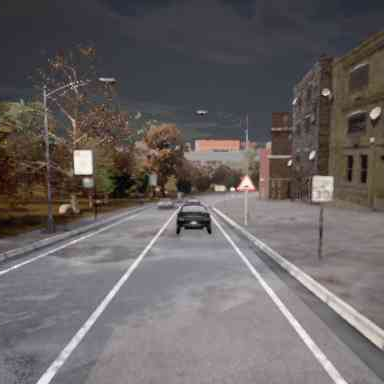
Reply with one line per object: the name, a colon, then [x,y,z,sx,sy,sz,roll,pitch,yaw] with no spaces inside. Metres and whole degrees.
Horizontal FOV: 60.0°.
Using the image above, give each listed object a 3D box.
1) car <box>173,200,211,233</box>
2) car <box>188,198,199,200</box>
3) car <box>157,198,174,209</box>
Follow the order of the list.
car: [0.097,1.441,19.648,1.882,1.535,5.008,0,0,0]
car: [0.121,1.442,37.919,1.812,1.442,4.674,0,0,0]
car: [-3.460,1.516,44.252,1.895,1.301,4.718,0,0,2]
